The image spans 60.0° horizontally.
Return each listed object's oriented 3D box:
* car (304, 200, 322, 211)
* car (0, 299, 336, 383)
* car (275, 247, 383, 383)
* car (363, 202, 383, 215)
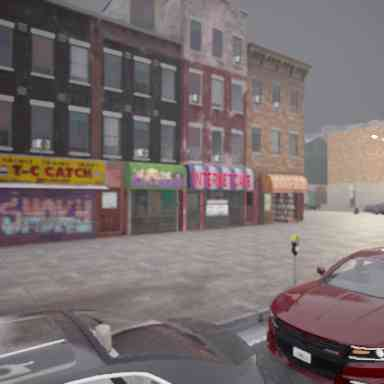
[{"bbox_3d":[12.903,1.552,39.427,1.895,1.301,4.718,1,0,-36],"label":"car"},{"bbox_3d":[-1.426,1.550,1.787,4.403,1.369,2.008,0,0,-35],"label":"car"},{"bbox_3d":[3.047,1.560,4.976,4.507,1.381,1.887,0,0,-35],"label":"car"},{"bbox_3d":[18.958,1.572,31.081,2.033,1.411,5.357,1,0,-33],"label":"car"}]
